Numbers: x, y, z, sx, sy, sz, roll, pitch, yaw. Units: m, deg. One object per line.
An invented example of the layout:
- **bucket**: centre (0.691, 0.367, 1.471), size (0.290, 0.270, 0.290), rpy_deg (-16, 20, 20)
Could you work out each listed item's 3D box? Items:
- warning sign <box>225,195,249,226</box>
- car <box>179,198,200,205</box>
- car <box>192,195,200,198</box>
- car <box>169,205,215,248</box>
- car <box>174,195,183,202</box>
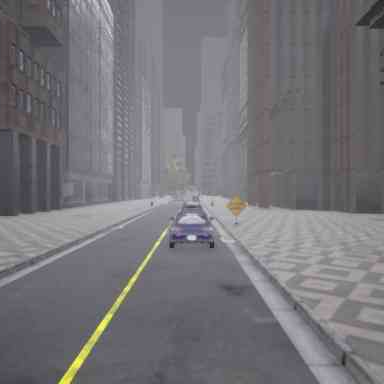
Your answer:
- **warning sign**: centre (2.712, 1.116, 20.321), size (1.300, 1.860, 1.060), rpy_deg (0, 0, 0)
- **car**: centre (0.000, 1.520, 29.650), size (1.837, 1.490, 4.892), rpy_deg (0, 0, 0)
- **car**: centre (1.050, 1.542, 90.316), size (1.812, 1.442, 4.674), rpy_deg (0, 0, 0)
- **car**: centre (0.000, 1.534, 14.650), size (1.812, 1.442, 4.674), rpy_deg (0, 0, 0)
- **car**: centre (-3.000, 1.506, 75.932), size (2.128, 1.511, 4.902), rpy_deg (0, 0, 0)
